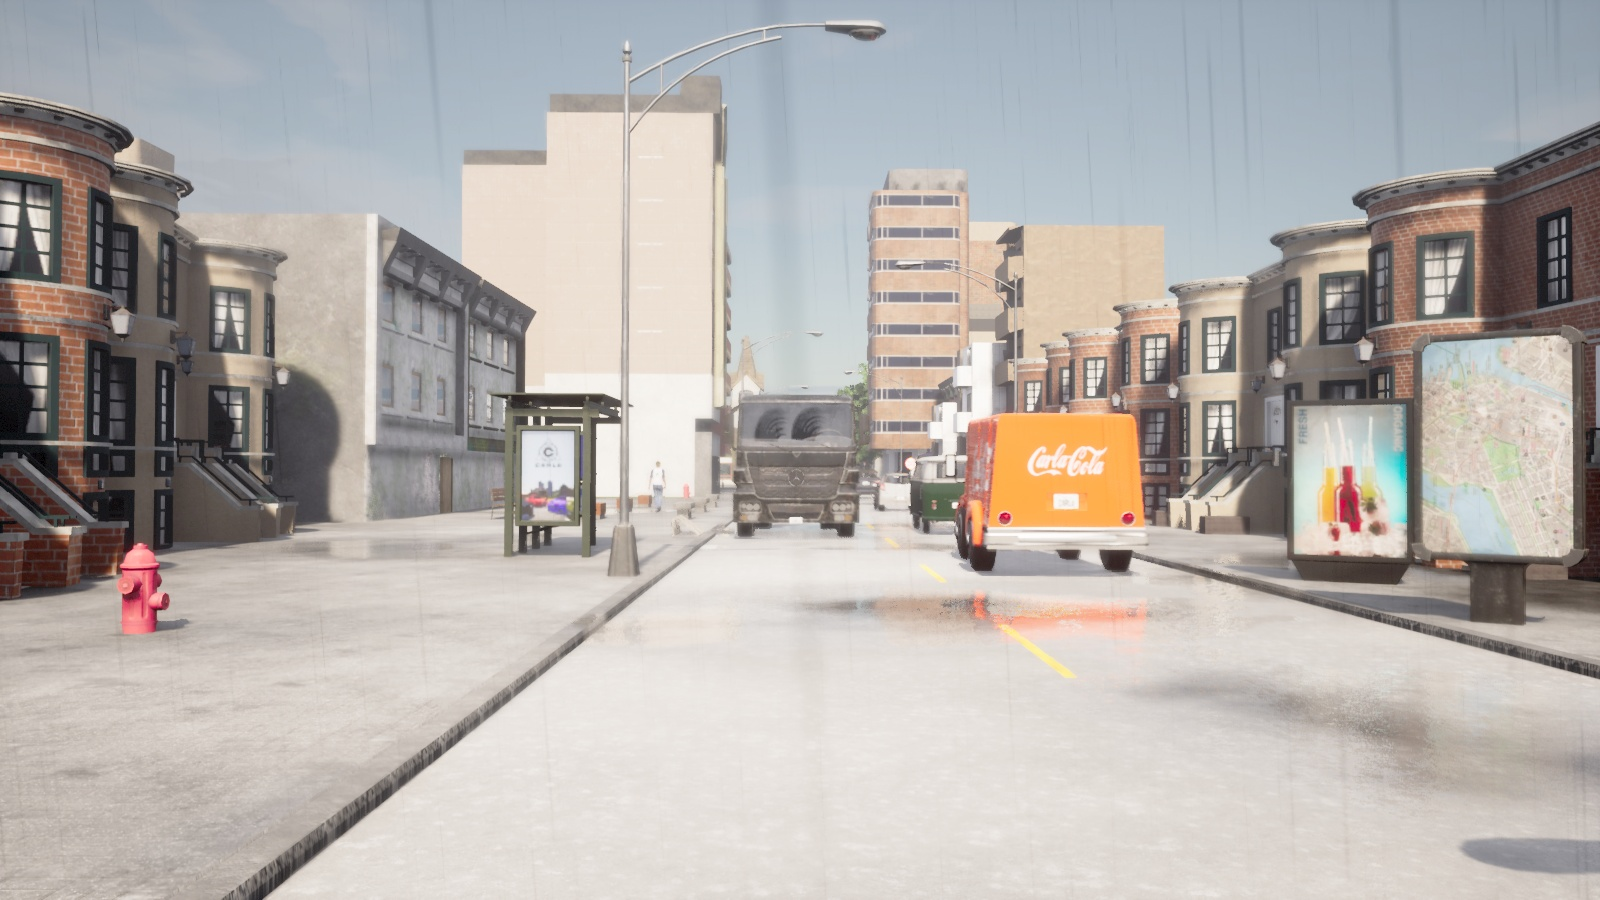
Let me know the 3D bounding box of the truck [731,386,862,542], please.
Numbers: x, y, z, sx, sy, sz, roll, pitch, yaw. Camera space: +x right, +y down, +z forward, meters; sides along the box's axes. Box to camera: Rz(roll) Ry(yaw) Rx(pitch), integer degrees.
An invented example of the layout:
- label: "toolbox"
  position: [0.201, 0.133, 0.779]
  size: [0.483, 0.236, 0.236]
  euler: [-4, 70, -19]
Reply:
- label: "truck"
  position: [-0.086, 0.368, 31.903]
  size: [2.891, 3.462, 7.936]
  euler: [0, -1, 0]

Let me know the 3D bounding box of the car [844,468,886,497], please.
- label: "car"
  position: [3.765, 1.876, 73.473]
  size: [2.242, 1.667, 4.611]
  euler: [0, -1, 0]

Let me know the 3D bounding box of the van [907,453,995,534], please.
- label: "van"
  position: [3.914, 1.108, 33.162]
  size: [1.775, 1.987, 4.442]
  euler: [0, -1, 0]

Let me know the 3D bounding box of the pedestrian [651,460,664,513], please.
- label: "pedestrian"
  position: [-4.982, 1.281, 43.970]
  size: [0.354, 1.836, 0.706]
  euler: [0, -1, 2]

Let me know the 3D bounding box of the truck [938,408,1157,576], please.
- label: "truck"
  position: [3.944, 0.667, 21.175]
  size: [2.627, 2.467, 5.204]
  euler: [0, -1, 0]

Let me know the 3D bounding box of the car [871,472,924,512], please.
- label: "car"
  position: [3.865, 1.656, 50.253]
  size: [1.845, 1.501, 3.633]
  euler: [0, -1, 0]
